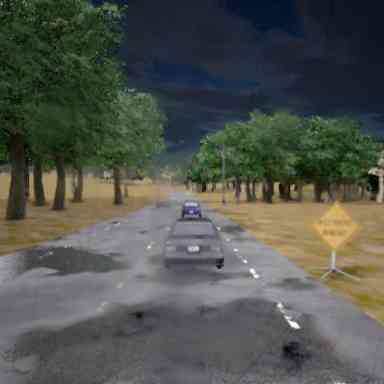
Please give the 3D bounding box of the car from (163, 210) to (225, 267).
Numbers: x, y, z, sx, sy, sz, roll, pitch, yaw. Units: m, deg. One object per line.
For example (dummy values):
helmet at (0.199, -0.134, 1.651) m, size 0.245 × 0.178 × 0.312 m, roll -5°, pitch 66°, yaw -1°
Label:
car at (0.048, 1.583, 11.460) m, size 2.033 × 1.411 × 5.357 m, roll 0°, pitch 0°, yaw 0°

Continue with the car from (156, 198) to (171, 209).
car at (-3.945, 1.608, 46.688) m, size 2.033 × 1.411 × 5.357 m, roll 0°, pitch 0°, yaw -1°

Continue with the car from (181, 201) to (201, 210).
car at (-0.079, 1.603, 31.901) m, size 1.812 × 1.442 × 4.674 m, roll 0°, pitch 0°, yaw 0°

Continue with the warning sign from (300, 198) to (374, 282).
warning sign at (3.578, 1.143, 8.355) m, size 1.300 × 1.860 × 1.060 m, roll 2°, pitch 2°, yaw 0°
